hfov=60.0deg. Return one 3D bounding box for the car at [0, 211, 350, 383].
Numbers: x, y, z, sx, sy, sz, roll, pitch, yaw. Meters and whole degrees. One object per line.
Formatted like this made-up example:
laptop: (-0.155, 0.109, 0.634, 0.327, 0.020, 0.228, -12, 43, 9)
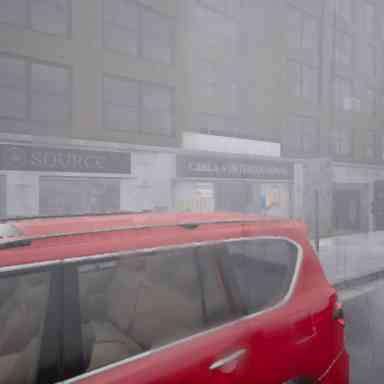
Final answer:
car: (-1.215, 1.221, 2.201, 5.566, 2.045, 2.150, 0, 0, -35)
